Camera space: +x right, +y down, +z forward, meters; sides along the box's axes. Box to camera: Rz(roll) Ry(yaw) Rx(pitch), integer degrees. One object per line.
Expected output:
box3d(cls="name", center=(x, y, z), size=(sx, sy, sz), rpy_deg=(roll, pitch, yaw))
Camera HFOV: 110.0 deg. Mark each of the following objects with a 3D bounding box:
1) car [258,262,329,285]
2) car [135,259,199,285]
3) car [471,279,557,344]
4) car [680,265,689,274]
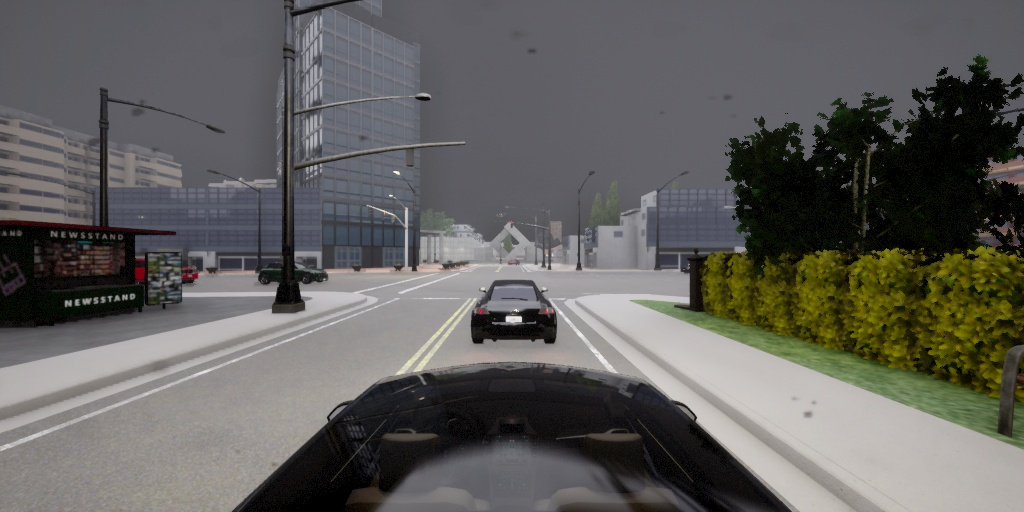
box3d(cls="car", center=(-16.494, 1.210, 27.224), size=(4.553, 1.767, 2.097), rpy_deg=(-1, 0, -1))
box3d(cls="car", center=(-27.102, 1.205, 27.096), size=(5.566, 2.045, 2.150), rpy_deg=(-1, 0, 0))
box3d(cls="car", center=(0.045, 1.314, 9.637), size=(1.994, 1.385, 4.181), rpy_deg=(0, 0, 0))
box3d(cls="car", center=(20.347, 1.266, 38.369), size=(4.181, 1.385, 1.994), rpy_deg=(0, 0, -2))
